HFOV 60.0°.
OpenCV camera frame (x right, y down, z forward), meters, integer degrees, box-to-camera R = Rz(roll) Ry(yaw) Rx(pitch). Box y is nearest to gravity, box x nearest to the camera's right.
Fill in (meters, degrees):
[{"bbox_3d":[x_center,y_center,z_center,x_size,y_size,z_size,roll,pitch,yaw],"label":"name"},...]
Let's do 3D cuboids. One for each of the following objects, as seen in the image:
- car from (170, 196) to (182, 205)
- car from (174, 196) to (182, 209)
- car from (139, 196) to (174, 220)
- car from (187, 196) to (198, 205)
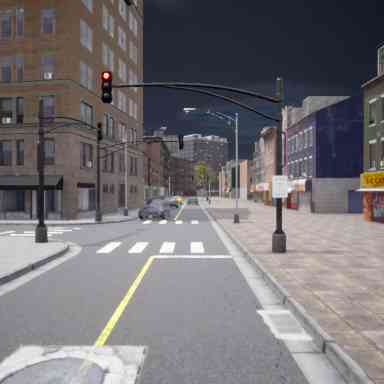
[{"bbox_3d":[-2.793,1.497,60.678,1.882,1.535,5.008,0,0,1],"label":"car"},{"bbox_3d":[-2.829,1.559,46.864,2.033,1.411,5.357,0,0,0],"label":"car"},{"bbox_3d":[-3.058,1.356,28.156,2.097,1.767,4.553,0,0,4],"label":"car"},{"bbox_3d":[0.118,1.510,59.158,2.128,1.511,4.902,0,0,0],"label":"car"}]
